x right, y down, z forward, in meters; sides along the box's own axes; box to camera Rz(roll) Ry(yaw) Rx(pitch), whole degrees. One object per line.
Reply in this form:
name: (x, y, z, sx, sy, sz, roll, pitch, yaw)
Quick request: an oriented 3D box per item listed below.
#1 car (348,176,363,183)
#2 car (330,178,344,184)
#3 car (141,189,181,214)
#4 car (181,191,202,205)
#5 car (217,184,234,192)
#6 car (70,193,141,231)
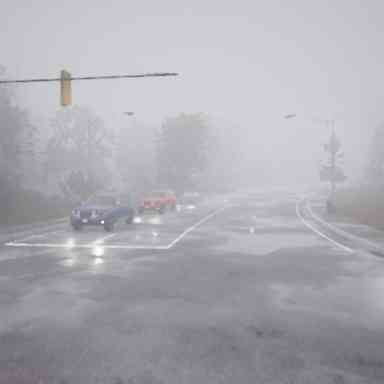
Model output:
car: (41.473, -2.980, 84.122, 4.718, 1.301, 1.895, -5, 3, -40)
car: (37.057, -2.881, 84.817, 4.902, 1.511, 2.128, -5, 3, -42)
car: (-3.057, 0.824, 30.334, 2.150, 2.045, 5.566, 0, 2, 15)
car: (-0.149, 0.661, 39.929, 1.812, 1.442, 4.674, 0, 4, 19)
car: (5.582, -0.542, 53.901, 1.837, 1.490, 4.892, 0, 4, 26)
car: (-5.202, 1.110, 20.238, 2.150, 2.045, 5.566, 0, 1, 9)
